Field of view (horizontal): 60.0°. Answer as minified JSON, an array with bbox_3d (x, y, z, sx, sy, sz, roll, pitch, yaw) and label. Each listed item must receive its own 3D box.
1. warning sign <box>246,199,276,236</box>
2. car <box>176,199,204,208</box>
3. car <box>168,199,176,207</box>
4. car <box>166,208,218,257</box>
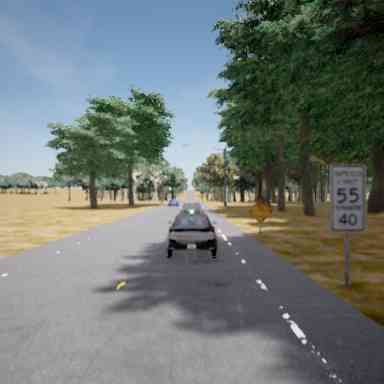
[{"bbox_3d":[3.542,1.284,17.234,1.300,1.860,1.060,0,0,0],"label":"warning sign"},{"bbox_3d":[-0.009,1.629,28.422,2.097,1.767,4.553,0,-1,0],"label":"car"},{"bbox_3d":[-3.581,2.117,64.518,1.882,1.535,5.008,0,-1,0],"label":"car"},{"bbox_3d":[0.005,1.625,13.514,2.128,1.511,4.902,0,0,0],"label":"car"}]
